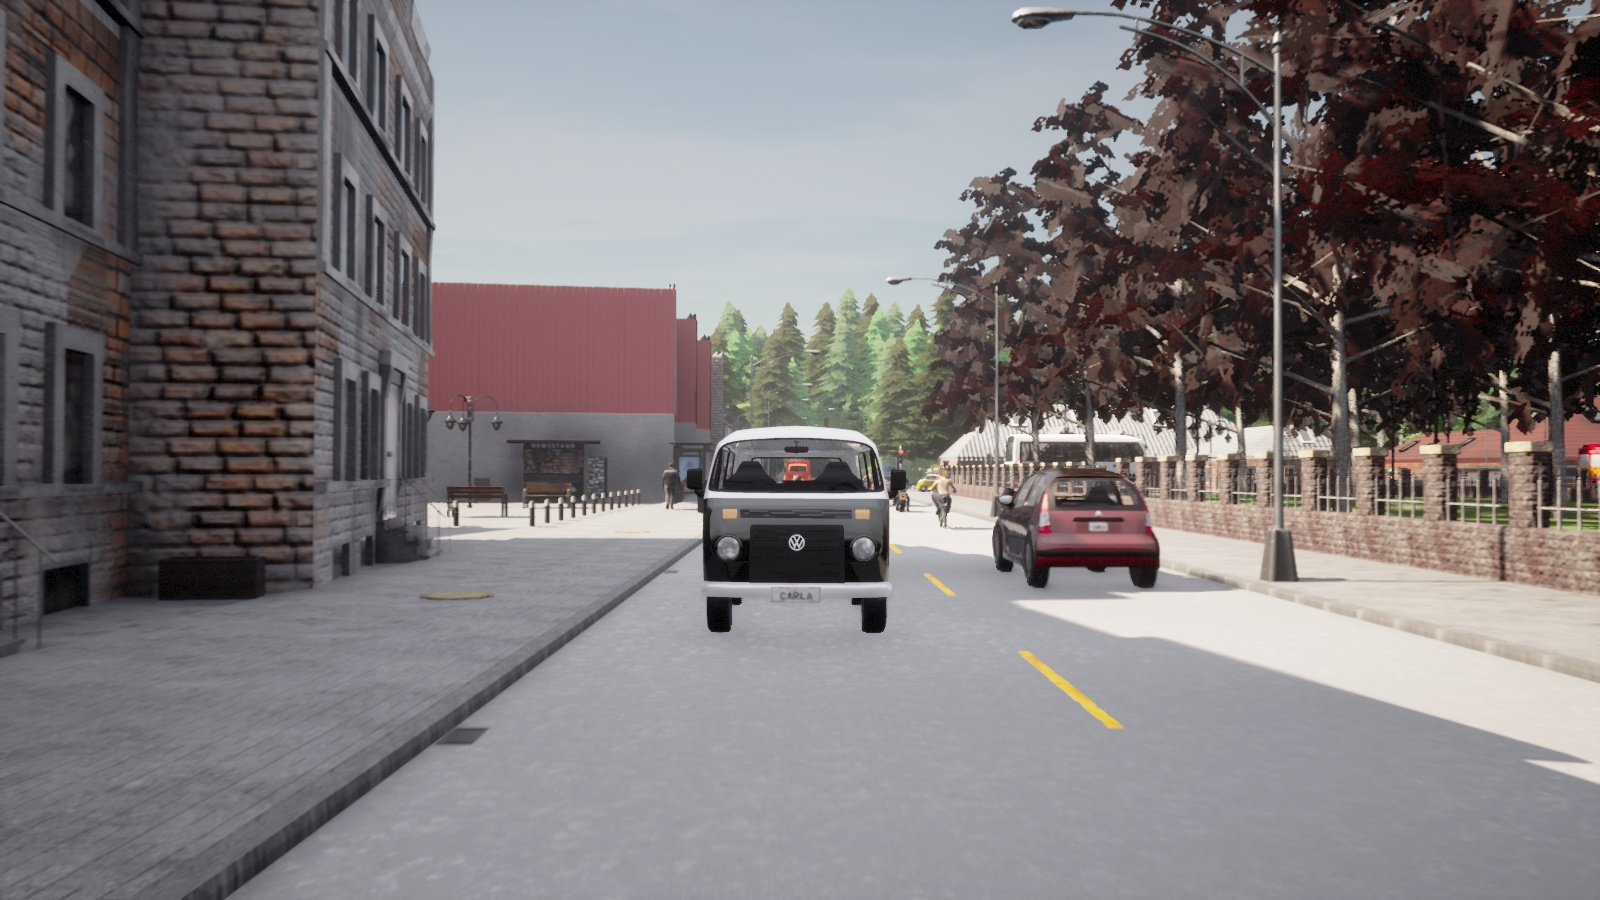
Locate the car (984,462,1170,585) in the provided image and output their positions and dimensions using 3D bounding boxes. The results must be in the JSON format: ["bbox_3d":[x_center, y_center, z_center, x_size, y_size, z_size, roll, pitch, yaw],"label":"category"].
[{"bbox_3d":[3.954,1.008,18.590,1.851,1.617,3.988,0,-1,0],"label":"car"}]

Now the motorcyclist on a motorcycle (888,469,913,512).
[{"bbox_3d":[3.906,1.567,48.855,0.766,1.649,2.350,0,-1,0],"label":"motorcyclist on a motorcycle"}]

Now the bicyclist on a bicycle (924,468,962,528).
[{"bbox_3d":[3.921,1.314,34.551,0.866,1.612,1.509,0,-1,0],"label":"bicyclist on a bicycle"}]

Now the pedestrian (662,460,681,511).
[{"bbox_3d":[-4.783,1.326,46.725,0.563,1.883,0.849,0,-1,2],"label":"pedestrian"}]

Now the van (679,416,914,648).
[{"bbox_3d":[-0.034,0.762,13.343,2.069,2.038,4.480,0,-1,0],"label":"van"}]

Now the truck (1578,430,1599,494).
[{"bbox_3d":[49.076,0.664,72.321,2.891,3.827,8.468,0,-1,-3],"label":"truck"}]

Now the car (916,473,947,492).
[{"bbox_3d":[9.804,2.399,93.700,2.207,1.376,1.481,0,-1,2],"label":"car"}]

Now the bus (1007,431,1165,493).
[{"bbox_3d":[20.297,0.856,89.555,10.273,4.253,3.944,0,-1,-2],"label":"bus"}]
